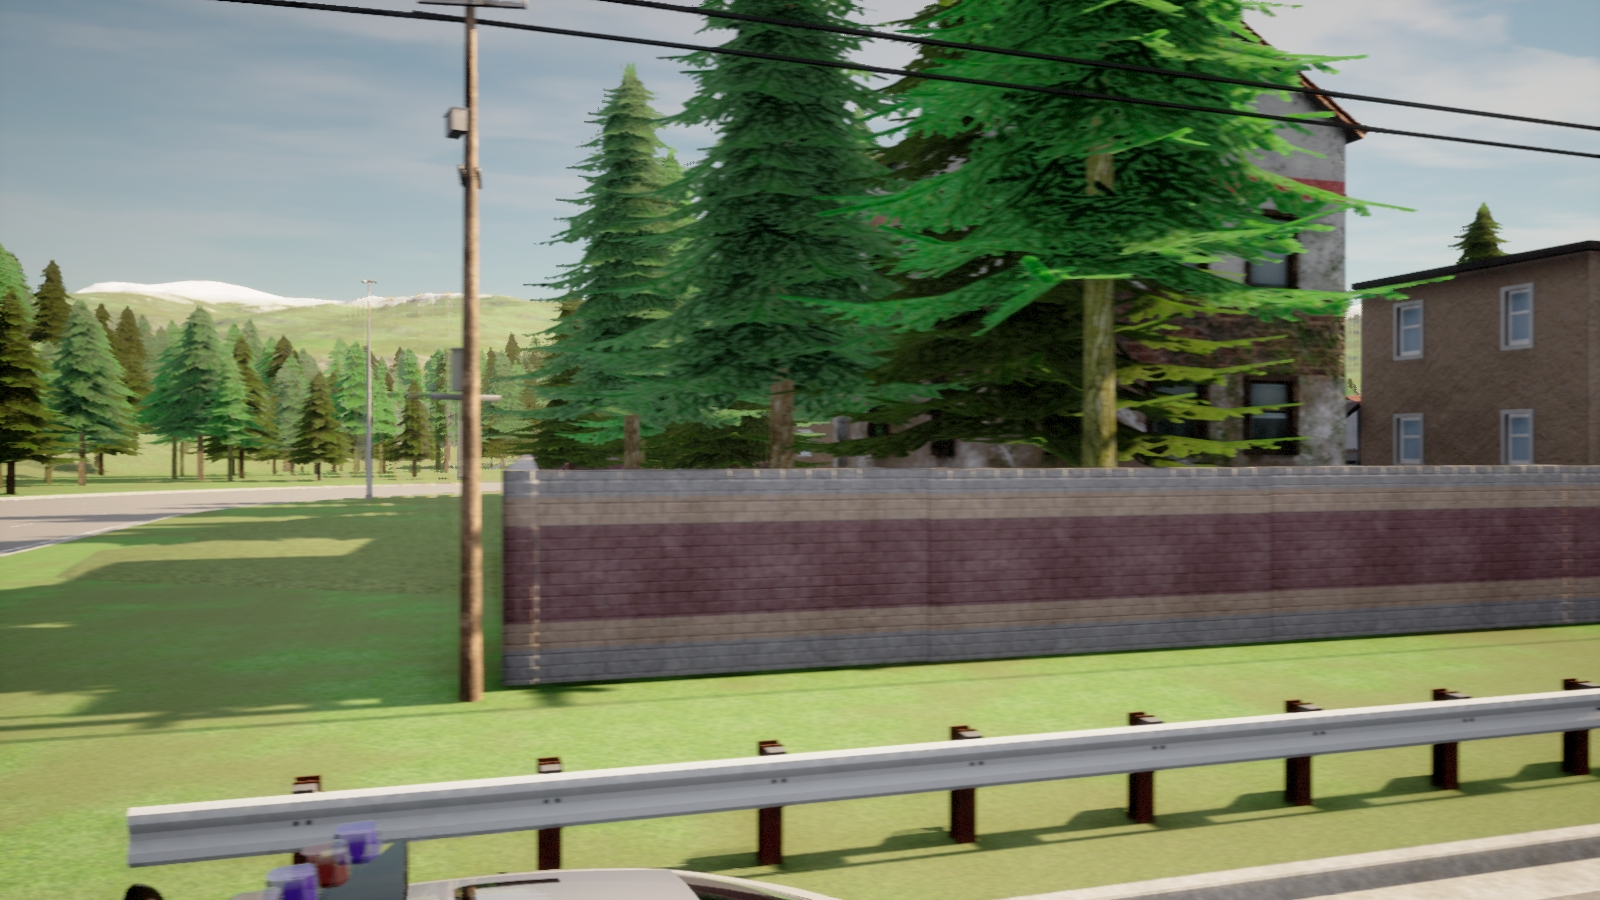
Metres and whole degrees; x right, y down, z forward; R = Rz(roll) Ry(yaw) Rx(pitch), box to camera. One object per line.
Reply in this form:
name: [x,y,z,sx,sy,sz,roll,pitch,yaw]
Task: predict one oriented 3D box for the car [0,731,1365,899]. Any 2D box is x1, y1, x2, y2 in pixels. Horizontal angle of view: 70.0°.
car: [-1.281,1.981,2.905,5.238,1.638,2.097,0,0,-18]
